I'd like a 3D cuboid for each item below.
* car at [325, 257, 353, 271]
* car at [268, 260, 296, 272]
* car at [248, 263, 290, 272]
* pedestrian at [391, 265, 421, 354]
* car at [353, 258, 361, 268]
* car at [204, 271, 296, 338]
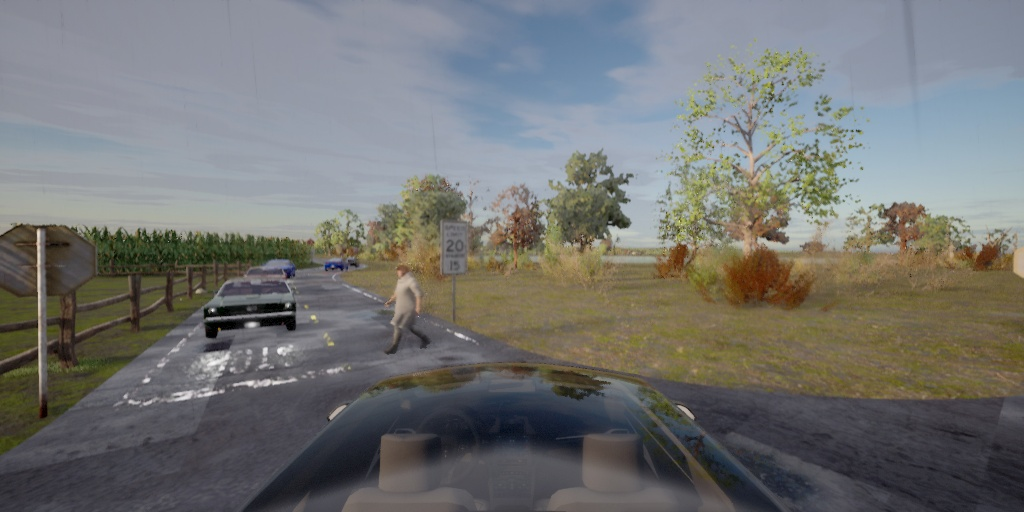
[{"bbox_3d":[-20.552,0.966,42.252,1.882,1.535,5.008,0,0,-15],"label":"car"},{"bbox_3d":[-18.850,1.034,29.063,1.882,1.535,5.008,0,0,-25],"label":"car"},{"bbox_3d":[-12.859,1.230,18.744,1.895,1.301,4.718,0,0,-32],"label":"car"},{"bbox_3d":[-2.153,1.007,7.309,0.375,1.860,0.375,-1,2,-34],"label":"pedestrian"},{"bbox_3d":[-23.261,0.936,52.060,1.837,1.490,4.892,0,0,-17],"label":"car"},{"bbox_3d":[-7.289,1.290,10.225,1.895,1.301,4.718,0,0,-33],"label":"car"}]
